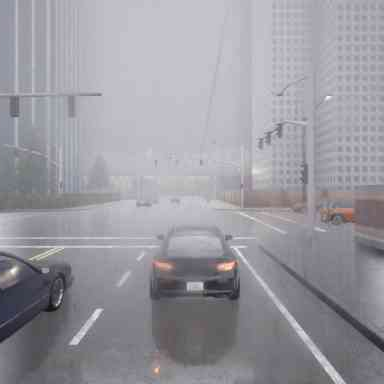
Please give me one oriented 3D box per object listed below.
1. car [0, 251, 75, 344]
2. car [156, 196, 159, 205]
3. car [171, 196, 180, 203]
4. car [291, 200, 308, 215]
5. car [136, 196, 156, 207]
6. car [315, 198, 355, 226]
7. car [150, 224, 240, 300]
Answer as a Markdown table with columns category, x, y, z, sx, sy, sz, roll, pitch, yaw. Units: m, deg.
| category | x | y | z | sx | sy | sz | roll | pitch | yaw |
| --- | --- | --- | --- | --- | --- | --- | --- | --- | --- |
| car | -3.447 | 1.547 | 4.665 | 2.033 | 1.411 | 5.357 | 0 | 0 | 0 |
| car | -7.145 | 1.491 | 60.276 | 2.128 | 1.511 | 4.902 | 0 | 0 | 0 |
| car | -3.488 | 1.547 | 69.591 | 2.033 | 1.411 | 5.357 | 0 | 0 | 0 |
| car | 12.371 | 1.352 | 33.470 | 4.553 | 1.767 | 2.097 | 0 | 0 | 0 |
| car | -7.158 | 1.491 | 50.214 | 2.128 | 1.511 | 4.902 | 0 | 0 | 0 |
| car | 11.140 | 1.352 | 22.768 | 4.553 | 1.767 | 2.097 | 0 | 0 | 0 |
| car | 0.067 | 1.526 | 8.262 | 1.812 | 1.442 | 4.674 | 0 | 0 | 0 |
